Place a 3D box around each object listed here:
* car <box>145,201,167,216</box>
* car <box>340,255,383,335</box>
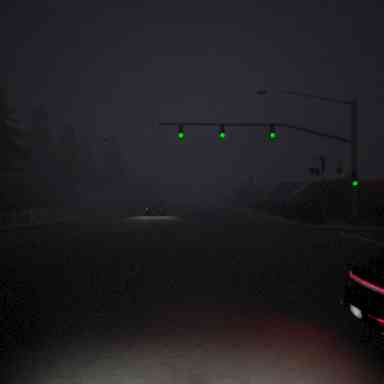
[{"bbox_3d":[-3.609,1.620,33.862,1.812,1.442,4.674,0,0,0],"label":"car"},{"bbox_3d":[4.781,1.503,4.820,4.902,1.511,2.128,0,0,0],"label":"car"}]
